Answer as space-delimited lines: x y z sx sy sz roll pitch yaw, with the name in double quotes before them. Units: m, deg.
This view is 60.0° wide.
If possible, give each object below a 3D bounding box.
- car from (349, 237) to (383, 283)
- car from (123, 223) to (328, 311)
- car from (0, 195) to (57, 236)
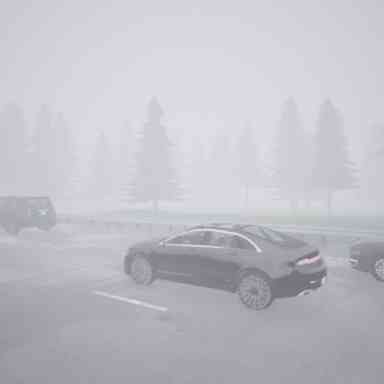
"car" 6.426 1.483 7.906 4.892 1.490 1.837 0 0 35
"car" 0.523 1.477 7.753 4.902 1.511 2.128 0 0 34
"car" -9.970 1.202 18.515 5.566 2.045 2.150 0 0 30
